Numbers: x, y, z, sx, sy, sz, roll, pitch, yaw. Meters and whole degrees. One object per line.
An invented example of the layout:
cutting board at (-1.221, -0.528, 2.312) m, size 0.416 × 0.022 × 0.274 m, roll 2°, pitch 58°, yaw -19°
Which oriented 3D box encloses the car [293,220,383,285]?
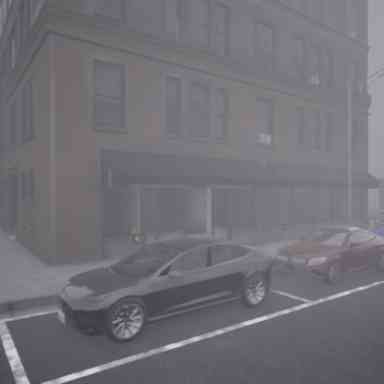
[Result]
car at (4.179, 1.669, 9.648) m, size 4.206 × 1.307 × 1.802 m, roll 1°, pitch -1°, yaw -36°

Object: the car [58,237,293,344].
car at (-0.262, 1.599, 6.476) m, size 4.313 × 1.339 × 1.947 m, roll 1°, pitch -1°, yaw -36°

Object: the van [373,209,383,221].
van at (8.621, 1.483, 12.823) m, size 3.998 × 1.788 × 1.690 m, roll 1°, pitch -1°, yaw -36°
